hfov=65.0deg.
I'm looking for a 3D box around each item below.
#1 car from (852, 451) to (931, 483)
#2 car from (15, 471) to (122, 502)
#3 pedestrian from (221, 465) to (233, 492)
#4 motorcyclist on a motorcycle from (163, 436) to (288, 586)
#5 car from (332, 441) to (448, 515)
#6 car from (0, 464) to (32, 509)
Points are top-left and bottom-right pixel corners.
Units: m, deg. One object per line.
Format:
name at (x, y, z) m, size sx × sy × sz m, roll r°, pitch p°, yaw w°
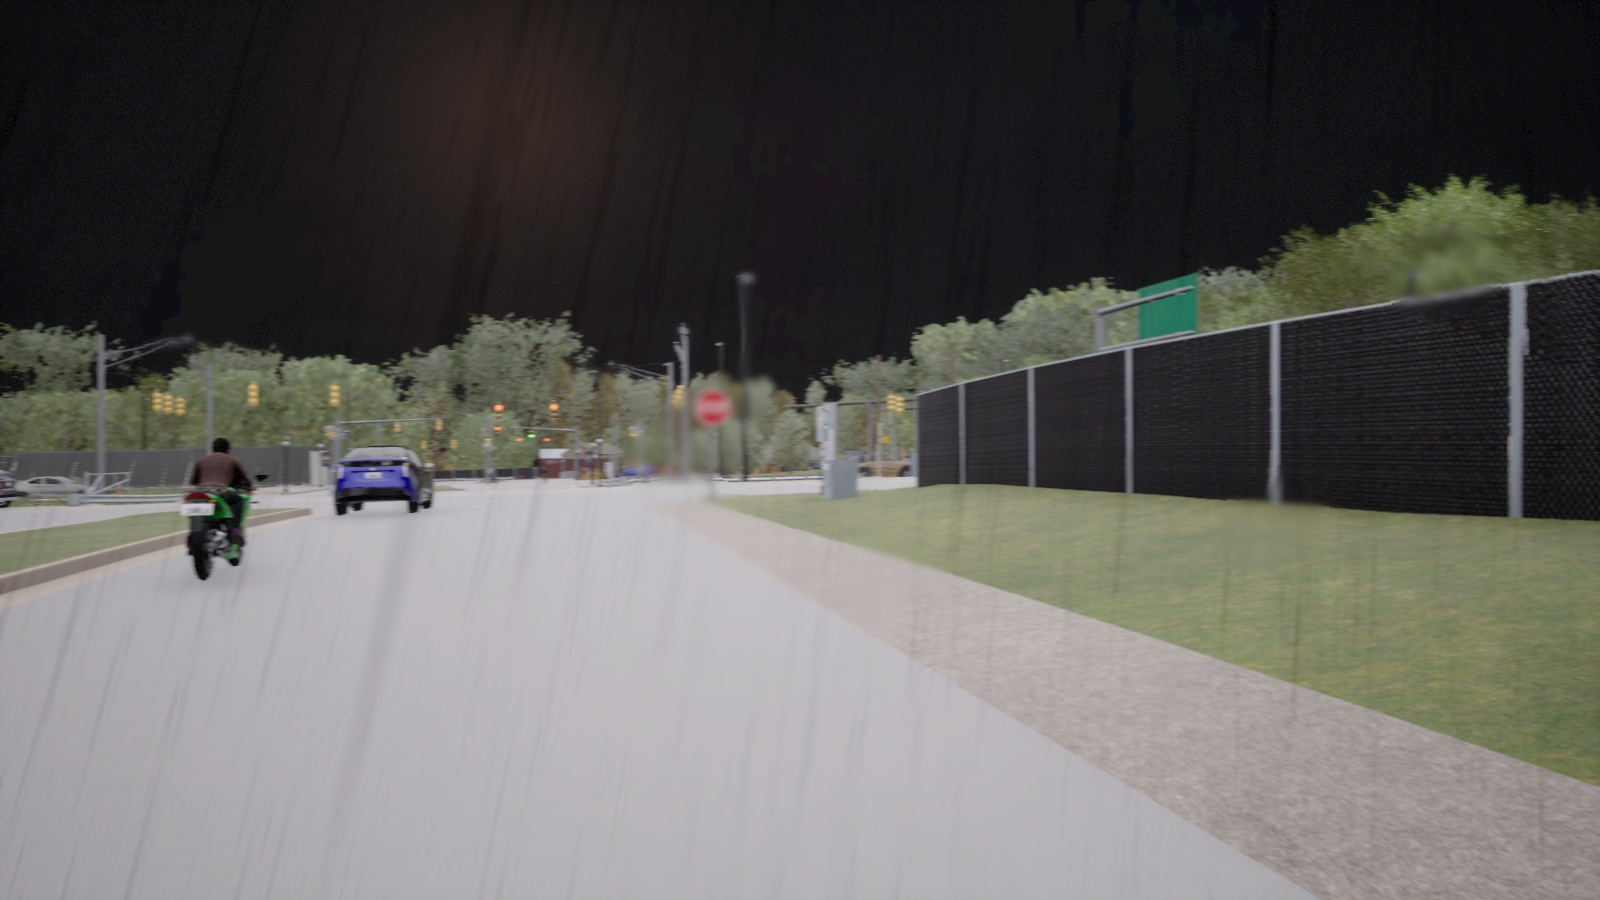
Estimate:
car at (5.819, 1.093, 79.791) m, size 4.605 × 1.855 × 1.932 m, roll -2°, pitch 0°, yaw -12°
car at (-42.884, 2.135, 73.737) m, size 5.027 × 1.651 × 2.152 m, roll -1°, pitch 0°, yaw -12°
pedestrian at (-39.386, 1.925, 86.349) m, size 0.370 × 1.835 × 0.726 m, roll 0°, pitch 0°, yaw 20°
motorcyclist on a motorcycle at (-6.310, 0.612, 13.901) m, size 0.797 × 1.523 × 2.044 m, roll -1°, pitch 1°, yaw -11°
car at (-9.410, 0.621, 29.166) m, size 2.007 × 1.525 × 4.514 m, roll -1°, pitch -1°, yaw -11°
car at (-29.700, 1.341, 44.585) m, size 3.705 × 1.549 × 1.789 m, roll -2°, pitch 0°, yaw -11°
